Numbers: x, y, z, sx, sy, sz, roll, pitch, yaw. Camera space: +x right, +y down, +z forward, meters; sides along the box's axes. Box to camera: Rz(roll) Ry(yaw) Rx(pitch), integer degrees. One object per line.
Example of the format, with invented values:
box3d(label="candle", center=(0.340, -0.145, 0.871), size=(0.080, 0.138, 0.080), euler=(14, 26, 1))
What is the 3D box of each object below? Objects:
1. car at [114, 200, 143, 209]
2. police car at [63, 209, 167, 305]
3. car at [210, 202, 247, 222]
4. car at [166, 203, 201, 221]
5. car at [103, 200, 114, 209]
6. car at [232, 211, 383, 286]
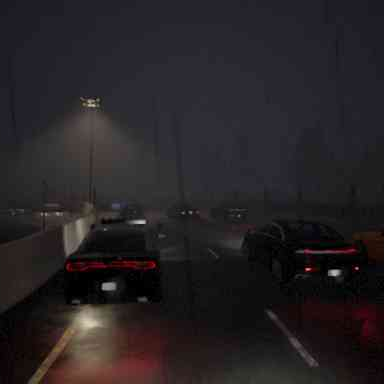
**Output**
box3d(label="car", center=(-6.011, 1.622, 32.772), size=(2.128, 1.511, 4.902), euler=(0, 0, -20))
box3d(label="police car", center=(-1.709, 1.459, 8.397), size=(1.930, 1.638, 5.238), euler=(0, 0, -6))
box3d(label="car", center=(2.923, 1.612, 27.607), size=(2.128, 1.511, 4.902), euler=(0, 0, -15))
box3d(label="car", center=(-0.828, 1.666, 28.255), size=(2.033, 1.411, 5.357), euler=(0, 0, -17))
box3d(label="car", center=(-10.051, 1.715, 42.519), size=(2.033, 1.411, 5.357), euler=(0, 0, -26))
box3d(label="car", center=(2.840, 1.536, 9.593), size=(2.128, 1.511, 4.902), euler=(0, 0, -6))
